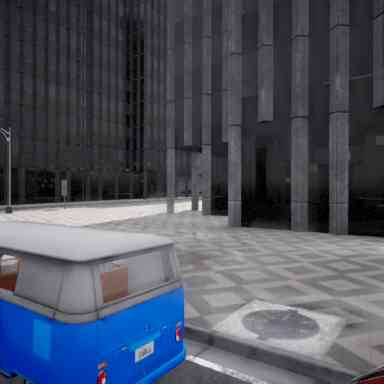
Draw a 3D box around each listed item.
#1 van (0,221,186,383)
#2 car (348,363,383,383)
[{"bbox_3d":[-1.975,1.341,4.369,3.998,1.788,1.690,0,0,35],"label":"van"},{"bbox_3d":[2.525,1.440,1.165,4.097,1.590,1.967,0,0,35],"label":"car"}]
